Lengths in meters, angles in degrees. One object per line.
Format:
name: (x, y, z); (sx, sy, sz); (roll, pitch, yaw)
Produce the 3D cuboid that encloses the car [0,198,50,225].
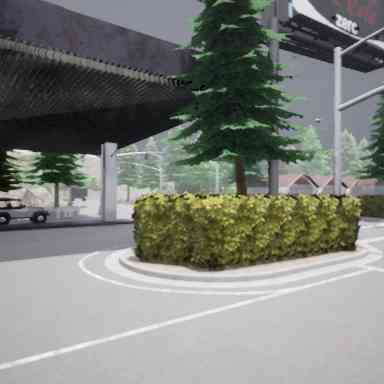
car: (-12.204, 1.328, 23.321); (3.866, 1.878, 1.905); (0, 0, -36)
